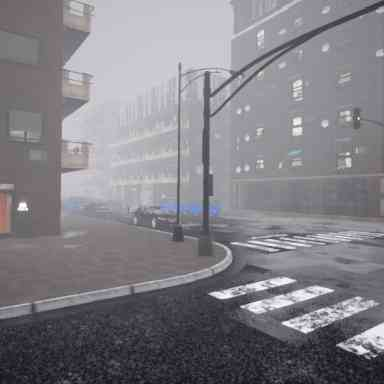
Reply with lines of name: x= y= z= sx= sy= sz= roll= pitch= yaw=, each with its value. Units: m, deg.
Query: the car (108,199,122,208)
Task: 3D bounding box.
car: x=-11.792 y=1.687 z=49.109 sx=1.887 sy=1.381 sz=4.507 roll=1 pitch=-1 yaw=-35

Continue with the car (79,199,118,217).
car: x=-8.751 y=1.594 z=30.820 sx=1.802 sy=1.307 sz=4.206 roll=1 pitch=-1 yaw=-35

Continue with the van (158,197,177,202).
van: x=-2.262 y=1.453 z=35.295 sx=1.690 sy=1.788 sz=3.998 roll=1 pitch=-1 yaw=-35

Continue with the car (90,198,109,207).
car: x=-14.968 y=1.733 z=53.714 sx=1.802 sy=1.307 sz=4.206 roll=1 pitch=-1 yaw=-35

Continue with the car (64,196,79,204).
car: x=-24.495 y=1.618 z=67.531 sx=1.967 sy=1.590 sz=4.097 roll=1 pitch=-1 yaw=-35

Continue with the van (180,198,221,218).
van: x=0.914 y=1.443 z=30.689 sx=1.690 sy=1.788 sz=3.998 roll=1 pitch=-1 yaw=-35

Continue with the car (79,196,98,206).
car: x=-18.143 y=1.601 z=58.320 sx=1.967 sy=1.590 sz=4.097 roll=1 pitch=-1 yaw=-35

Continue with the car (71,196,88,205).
car: x=-21.319 y=1.609 z=62.926 sx=1.967 sy=1.590 sz=4.097 roll=1 pitch=-1 yaw=-35

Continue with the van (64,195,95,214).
van: x=-11.925 y=1.363 z=35.427 sx=1.690 sy=1.788 sz=3.998 roll=1 pitch=-1 yaw=-35

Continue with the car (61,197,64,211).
car: x=-15.103 y=1.583 z=40.030 sx=2.008 sy=1.369 sz=4.403 roll=1 pitch=-1 yaw=-35

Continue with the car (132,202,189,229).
car: x=-2.398 y=1.541 z=21.609 sx=2.008 sy=1.369 sz=4.403 roll=1 pitch=-1 yaw=-35

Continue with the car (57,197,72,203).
car: x=-27.672 y=1.731 z=72.136 sx=1.887 sy=1.381 sz=4.507 roll=1 pitch=-1 yaw=-35
